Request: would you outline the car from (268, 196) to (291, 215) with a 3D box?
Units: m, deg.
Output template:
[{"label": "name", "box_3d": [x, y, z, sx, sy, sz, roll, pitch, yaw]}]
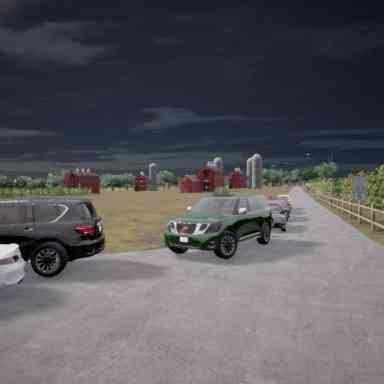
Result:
[{"label": "car", "box_3d": [8.146, 1.201, 30.803, 1.837, 1.490, 4.892, 0, 0, 17]}]

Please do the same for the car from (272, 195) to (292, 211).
[{"label": "car", "box_3d": [9.952, 1.114, 36.508, 1.882, 1.535, 5.008, 0, 0, 18]}]

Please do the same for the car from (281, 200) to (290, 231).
[{"label": "car", "box_3d": [4.388, 1.382, 19.019, 1.994, 1.385, 4.181, 0, 0, 17]}]

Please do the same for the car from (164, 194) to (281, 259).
[{"label": "car", "box_3d": [1.280, 1.109, 12.690, 2.150, 2.045, 5.566, 0, 0, 34]}]

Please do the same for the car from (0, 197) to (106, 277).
[{"label": "car", "box_3d": [-5.379, 1.227, 9.608, 5.566, 2.045, 2.150, -1, 1, -4]}]

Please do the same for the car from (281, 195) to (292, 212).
[{"label": "car", "box_3d": [6.231, 1.237, 24.755, 1.882, 1.535, 5.008, 0, 0, 18]}]

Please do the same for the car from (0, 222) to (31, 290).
[{"label": "car", "box_3d": [-5.862, 1.612, 6.449, 4.674, 1.442, 1.812, -2, 1, -30]}]
